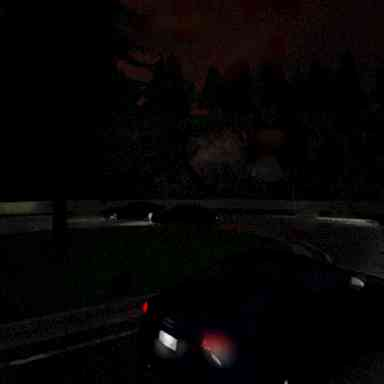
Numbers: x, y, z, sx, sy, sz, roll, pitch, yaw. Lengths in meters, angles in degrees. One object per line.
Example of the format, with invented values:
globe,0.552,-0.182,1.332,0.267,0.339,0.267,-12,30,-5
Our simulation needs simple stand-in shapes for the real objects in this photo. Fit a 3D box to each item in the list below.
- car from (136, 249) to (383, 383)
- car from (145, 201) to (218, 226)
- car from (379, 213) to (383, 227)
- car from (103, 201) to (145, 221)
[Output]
car,1.332,1.562,4.802,4.181,1.385,1.994,0,0,-37
car,-0.542,1.516,22.802,4.674,1.442,1.812,0,-1,18
car,12.793,1.476,18.496,2.128,1.511,4.902,0,0,-15
car,-4.542,1.469,26.557,5.008,1.535,1.882,0,-1,-3
